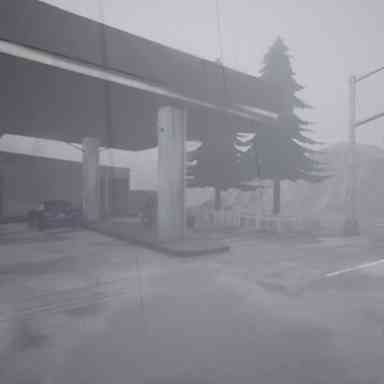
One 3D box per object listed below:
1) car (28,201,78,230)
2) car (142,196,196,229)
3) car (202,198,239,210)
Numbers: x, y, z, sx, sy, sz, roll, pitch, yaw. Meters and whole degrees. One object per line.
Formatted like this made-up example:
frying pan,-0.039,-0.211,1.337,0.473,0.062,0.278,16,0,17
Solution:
car,-8.655,1.370,20.634,2.242,1.667,4.611,0,1,-36
car,-1.525,1.226,20.425,1.905,1.878,3.866,0,1,-36
car,2.813,1.324,33.240,1.994,1.385,4.181,0,1,-35
